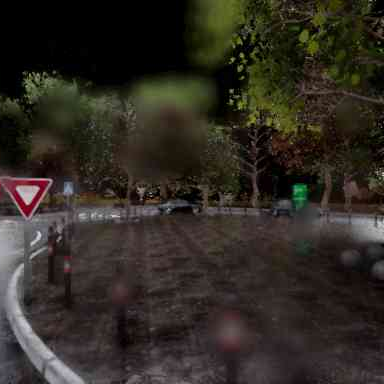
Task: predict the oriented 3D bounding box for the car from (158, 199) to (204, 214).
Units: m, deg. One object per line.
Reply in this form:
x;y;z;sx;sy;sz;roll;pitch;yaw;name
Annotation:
-1.111;1.460;34.651;4.902;1.511;2.128;-1;0;-8;car

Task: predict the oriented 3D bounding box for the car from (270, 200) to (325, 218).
8.772;1.413;27.955;1.837;1.490;4.892;0;-1;-33;car
